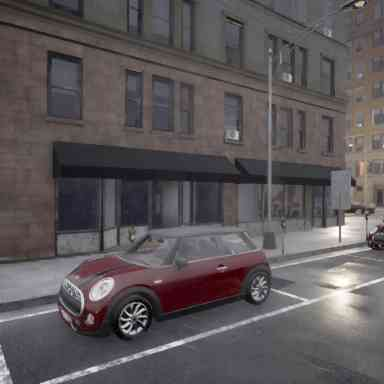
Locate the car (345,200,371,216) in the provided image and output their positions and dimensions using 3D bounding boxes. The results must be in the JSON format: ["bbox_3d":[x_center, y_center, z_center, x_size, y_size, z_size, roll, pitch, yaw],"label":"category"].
[{"bbox_3d":[14.776,1.403,31.733,1.882,1.535,5.008,1,0,-37],"label":"car"}]

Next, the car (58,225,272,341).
[{"bbox_3d":[-0.395,1.441,6.466,4.097,1.590,1.967,0,0,-35],"label":"car"}]

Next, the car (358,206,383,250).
[{"bbox_3d":[8.564,1.445,12.825,4.097,1.590,1.967,0,0,-35],"label":"car"}]
